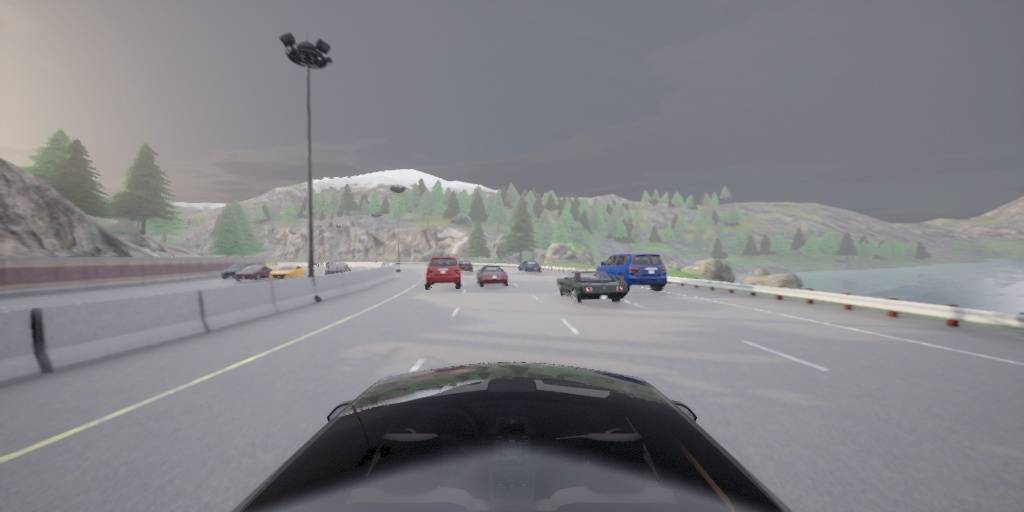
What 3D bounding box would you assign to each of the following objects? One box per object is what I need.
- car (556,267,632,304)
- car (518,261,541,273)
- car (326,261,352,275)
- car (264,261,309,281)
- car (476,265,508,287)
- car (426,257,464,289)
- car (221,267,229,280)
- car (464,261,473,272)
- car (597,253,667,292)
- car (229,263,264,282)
[{"bbox_3d":[3.314,1.304,15.993,1.895,1.301,4.718,-1,0,-6],"label":"car"},{"bbox_3d":[2.088,1.262,43.315,1.812,1.442,4.674,0,0,-15],"label":"car"},{"bbox_3d":[-18.887,1.550,39.268,1.882,1.535,5.008,-1,0,-15],"label":"car"},{"bbox_3d":[-21.254,1.586,34.245,1.882,1.535,5.008,-1,0,-13],"label":"car"},{"bbox_3d":[-1.489,1.349,25.516,1.994,1.385,4.181,-1,0,-9],"label":"car"},{"bbox_3d":[-4.578,1.056,24.124,2.150,2.045,5.566,0,0,-10],"label":"car"},{"bbox_3d":[-29.823,1.600,39.405,2.097,1.767,4.553,-1,0,-16],"label":"car"},{"bbox_3d":[-6.612,1.357,48.555,1.882,1.535,5.008,0,0,-18],"label":"car"},{"bbox_3d":[6.462,0.876,20.186,2.150,2.045,5.566,0,0,-8],"label":"car"},{"bbox_3d":[-25.055,1.647,35.071,1.882,1.535,5.008,-1,0,-14],"label":"car"}]
